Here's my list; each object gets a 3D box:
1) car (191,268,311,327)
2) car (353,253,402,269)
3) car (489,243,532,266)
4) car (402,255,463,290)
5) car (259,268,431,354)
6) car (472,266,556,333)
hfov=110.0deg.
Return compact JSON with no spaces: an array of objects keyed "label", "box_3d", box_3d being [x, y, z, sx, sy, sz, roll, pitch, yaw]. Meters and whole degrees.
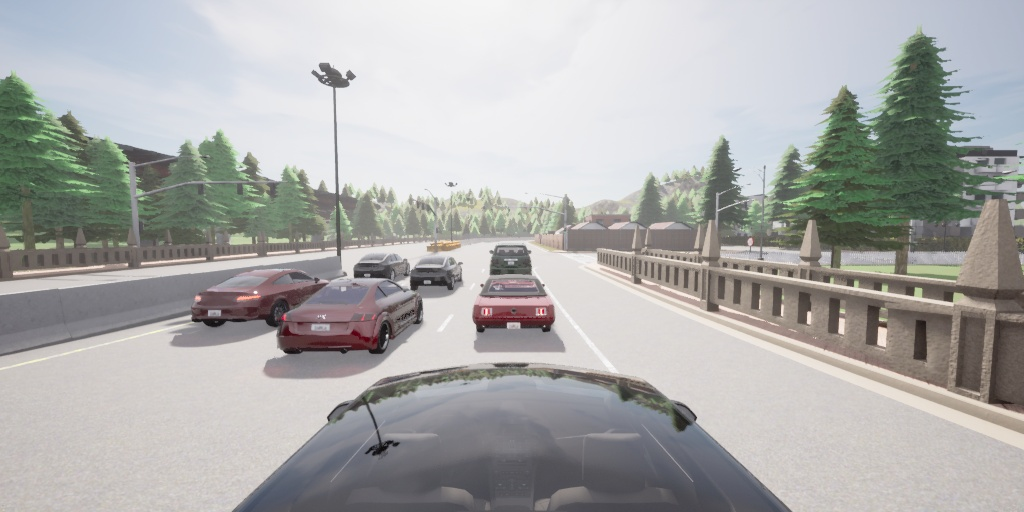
[{"label":"car","box_3d":[-6.984,1.080,10.681,1.812,1.442,4.674,0,2,-1]},{"label":"car","box_3d":[-7.079,0.552,19.880,1.837,1.490,4.892,0,3,-1]},{"label":"car","box_3d":[-0.077,0.273,19.896,2.150,2.045,5.566,0,3,-1]},{"label":"car","box_3d":[-3.553,0.703,17.358,1.837,1.490,4.892,0,3,-1]},{"label":"car","box_3d":[-3.466,1.197,8.477,1.994,1.385,4.181,0,2,0]},{"label":"car","box_3d":[0.022,1.175,10.178,1.895,1.301,4.718,0,2,-1]}]
